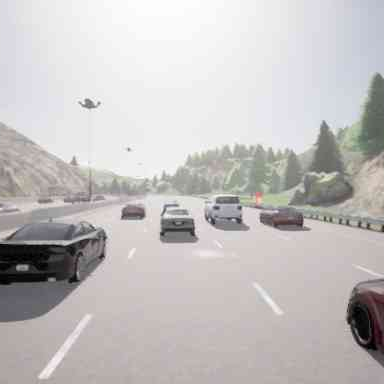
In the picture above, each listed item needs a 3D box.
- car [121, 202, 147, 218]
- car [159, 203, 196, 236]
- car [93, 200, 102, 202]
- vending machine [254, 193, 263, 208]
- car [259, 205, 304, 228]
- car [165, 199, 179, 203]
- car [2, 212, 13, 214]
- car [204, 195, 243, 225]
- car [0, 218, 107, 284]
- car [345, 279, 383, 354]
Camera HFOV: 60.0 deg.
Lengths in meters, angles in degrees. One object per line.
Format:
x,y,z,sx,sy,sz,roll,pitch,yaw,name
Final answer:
-5.229,1.566,30.340,1.994,1.385,4.181,0,0,-4,car
-0.838,1.544,18.581,2.033,1.411,5.357,0,0,-4,car
-18.620,1.513,67.076,1.837,1.490,4.892,0,0,-4,car
9.082,1.163,45.428,1.100,2.100,0.880,0,0,-4,vending machine
5.890,1.545,22.345,1.994,1.385,4.181,0,0,-4,car
-2.271,1.541,37.721,2.033,1.411,5.357,0,0,-4,car
-15.708,1.551,27.078,1.812,1.442,4.674,0,0,-4,car
2.230,1.210,24.496,2.150,2.045,5.566,0,0,-4,car
-3.785,1.483,9.654,1.882,1.535,5.008,0,0,-3,car
3.444,1.556,3.573,1.994,1.385,4.181,0,0,-1,car
